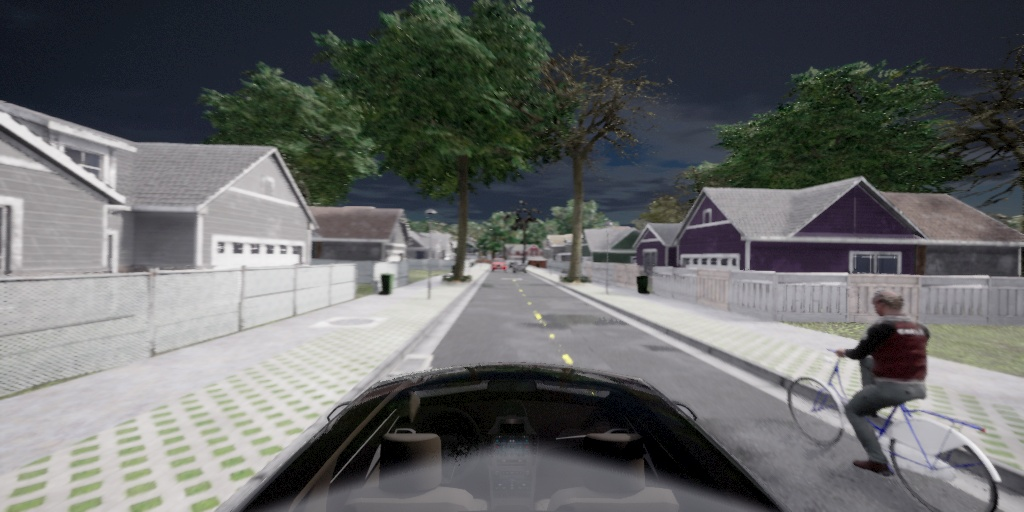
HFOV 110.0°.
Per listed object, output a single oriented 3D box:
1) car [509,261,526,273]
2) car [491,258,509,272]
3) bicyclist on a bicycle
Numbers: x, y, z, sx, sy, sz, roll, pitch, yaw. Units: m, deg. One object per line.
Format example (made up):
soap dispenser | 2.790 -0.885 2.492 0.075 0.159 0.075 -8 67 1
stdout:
car | 1.028 1.651 51.381 2.128 1.511 4.902 1 0 -2
car | -1.967 1.344 54.015 2.150 2.045 5.566 1 0 -1
bicyclist on a bicycle | 3.385 1.198 3.445 0.659 1.776 1.843 1 0 -2
